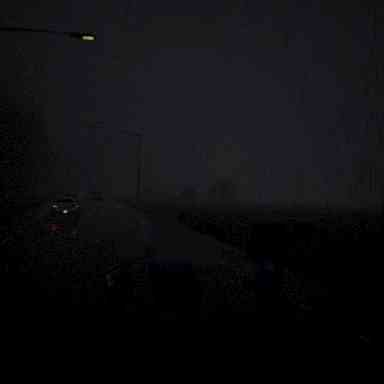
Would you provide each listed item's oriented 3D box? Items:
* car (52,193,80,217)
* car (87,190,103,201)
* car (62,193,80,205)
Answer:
[{"bbox_3d":[-9.573,1.100,25.410,1.812,1.442,4.674,1,0,-19],"label":"car"},{"bbox_3d":[-15.680,0.554,54.458,2.097,1.767,4.553,1,0,-19],"label":"car"},{"bbox_3d":[-15.368,0.851,42.576,2.033,1.411,5.357,1,0,-19],"label":"car"}]
